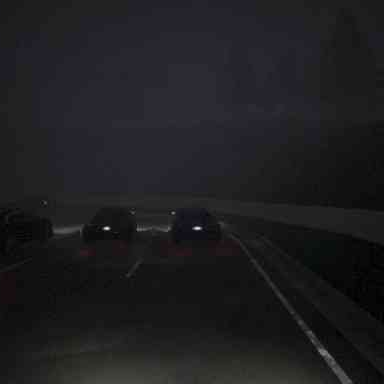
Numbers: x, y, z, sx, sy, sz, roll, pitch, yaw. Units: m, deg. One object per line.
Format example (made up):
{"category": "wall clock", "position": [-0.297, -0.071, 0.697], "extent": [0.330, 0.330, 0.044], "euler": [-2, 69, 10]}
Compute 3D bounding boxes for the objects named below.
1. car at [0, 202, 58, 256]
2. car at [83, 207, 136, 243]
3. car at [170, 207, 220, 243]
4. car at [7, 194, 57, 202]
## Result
{"category": "car", "position": [-6.875, 1.338, 12.372], "extent": [2.128, 1.511, 4.902], "euler": [0, 1, -1]}
{"category": "car", "position": [-3.587, 1.377, 15.041], "extent": [1.994, 1.385, 4.181], "euler": [0, 1, -7]}
{"category": "car", "position": [0.035, 1.376, 15.024], "extent": [1.994, 1.385, 4.181], "euler": [0, 1, -5]}
{"category": "car", "position": [-14.365, 0.988, 29.543], "extent": [4.553, 1.767, 2.097], "euler": [0, 1, 10]}
